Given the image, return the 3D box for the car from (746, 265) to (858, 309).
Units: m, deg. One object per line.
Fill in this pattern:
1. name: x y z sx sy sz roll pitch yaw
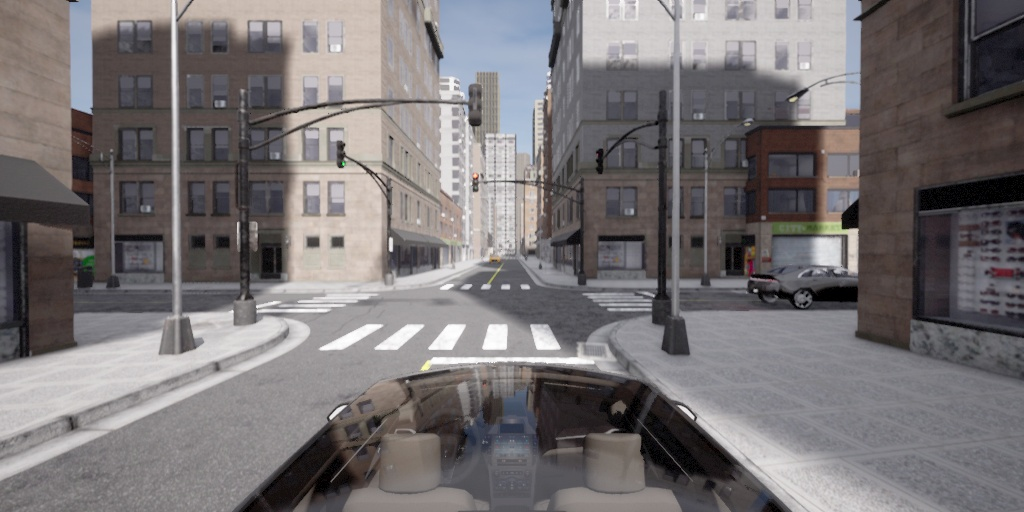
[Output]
1. car: 11.429 1.077 13.259 4.902 1.511 2.128 0 1 0

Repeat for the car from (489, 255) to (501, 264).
1. car: -2.993 0.508 62.940 1.882 1.535 5.008 0 1 0
